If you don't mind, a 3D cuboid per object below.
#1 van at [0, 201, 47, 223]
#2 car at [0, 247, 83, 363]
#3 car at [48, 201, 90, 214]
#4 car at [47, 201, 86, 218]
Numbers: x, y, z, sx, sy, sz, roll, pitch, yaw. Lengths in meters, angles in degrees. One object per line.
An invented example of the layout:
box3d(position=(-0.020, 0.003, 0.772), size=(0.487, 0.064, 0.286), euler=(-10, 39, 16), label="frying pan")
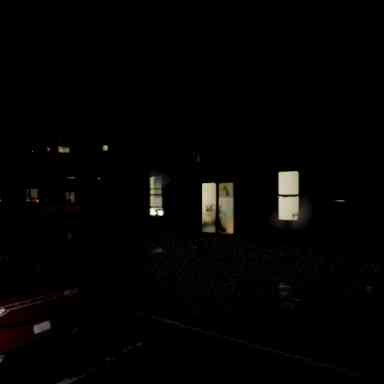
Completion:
box3d(position=(-14.794, 1.681, 28.151), size=(1.690, 1.788, 3.998), euler=(0, 0, 35), label="van")
box3d(position=(-3.721, 1.602, 5.527), size=(4.507, 1.381, 1.887), euler=(-1, 0, 36), label="car")
box3d(position=(-15.385, 1.917, 41.879), size=(1.752, 1.417, 4.829), euler=(0, 0, 35), label="car")
box3d(position=(-13.325, 1.686, 34.914), size=(2.097, 1.767, 4.553), euler=(0, 0, 35), label="car")
